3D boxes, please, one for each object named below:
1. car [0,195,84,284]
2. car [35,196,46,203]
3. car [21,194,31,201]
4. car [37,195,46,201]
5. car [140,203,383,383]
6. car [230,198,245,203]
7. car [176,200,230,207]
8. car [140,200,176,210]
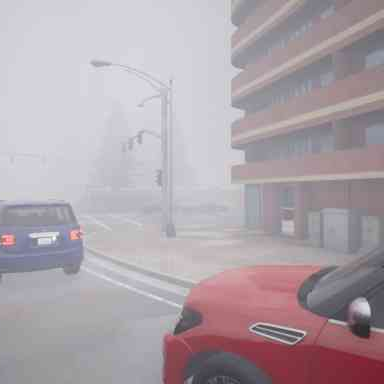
[{"bbox_3d":[-4.951,1.221,9.811,2.150,2.045,5.566,0,0,-36],"label":"car"},{"bbox_3d":[-33.219,1.540,73.066,2.033,1.411,5.357,0,0,-23],"label":"car"},{"bbox_3d":[-40.415,1.355,81.065,2.097,1.767,4.553,0,0,-23],"label":"car"},{"bbox_3d":[-37.240,1.478,82.542,1.882,1.535,5.008,0,0,-23],"label":"car"},{"bbox_3d":[2.348,1.221,2.453,5.566,2.045,2.150,0,0,36],"label":"car"},{"bbox_3d":[5.187,1.533,39.732,5.008,1.535,1.882,0,0,-23],"label":"car"},{"bbox_3d":[1.116,1.656,34.250,4.718,1.301,1.895,0,0,-23],"label":"car"},{"bbox_3d":[-3.340,1.581,36.167,4.674,1.442,1.812,0,0,-22],"label":"car"}]
